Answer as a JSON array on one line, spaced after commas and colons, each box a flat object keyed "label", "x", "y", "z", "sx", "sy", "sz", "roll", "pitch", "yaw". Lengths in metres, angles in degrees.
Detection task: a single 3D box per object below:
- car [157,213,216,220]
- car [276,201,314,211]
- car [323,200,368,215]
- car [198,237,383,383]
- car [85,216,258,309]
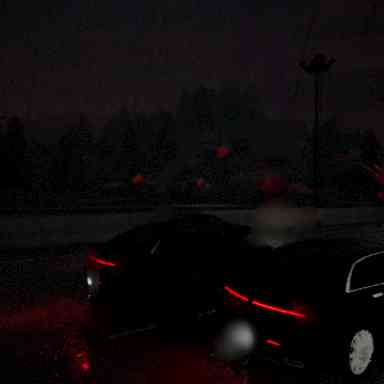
[{"label": "car", "x": 0.290, "y": 1.501, "z": 12.301, "sx": 5.008, "sy": 1.535, "sz": 1.882, "roll": 0, "pitch": 0, "yaw": -34}, {"label": "car", "x": 13.704, "y": 1.810, "z": 44.107, "sx": 4.718, "sy": 1.301, "sz": 1.895, "roll": 1, "pitch": 0, "yaw": -25}, {"label": "car", "x": 17.630, "y": 1.712, "z": 38.201, "sx": 5.008, "sy": 1.535, "sz": 1.882, "roll": 1, "pitch": 0, "yaw": -25}, {"label": "car", "x": 2.675, "y": 1.540, "z": 5.486, "sx": 4.892, "sy": 1.490, "sz": 1.837, "roll": 0, "pitch": 0, "yaw": -34}, {"label": "car", "x": 0.005, "y": 1.518, "z": 7.910, "sx": 4.892, "sy": 1.490, "sz": 1.837, "roll": 0, "pitch": 0, "yaw": -34}]
